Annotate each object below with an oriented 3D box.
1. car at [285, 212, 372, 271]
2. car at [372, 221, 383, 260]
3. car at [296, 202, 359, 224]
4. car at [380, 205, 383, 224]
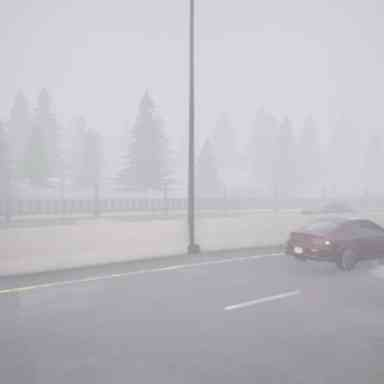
[{"bbox_3d":[5.081,1.509,10.707,4.674,1.442,1.812,0,0,-29],"label":"car"},{"bbox_3d":[7.032,1.222,7.826,5.566,2.045,2.150,0,0,-29],"label":"car"},{"bbox_3d":[10.166,1.521,24.936,4.181,1.385,1.994,0,0,-22],"label":"car"},{"bbox_3d":[15.840,1.585,23.444,4.718,1.301,1.895,0,0,-20],"label":"car"}]
